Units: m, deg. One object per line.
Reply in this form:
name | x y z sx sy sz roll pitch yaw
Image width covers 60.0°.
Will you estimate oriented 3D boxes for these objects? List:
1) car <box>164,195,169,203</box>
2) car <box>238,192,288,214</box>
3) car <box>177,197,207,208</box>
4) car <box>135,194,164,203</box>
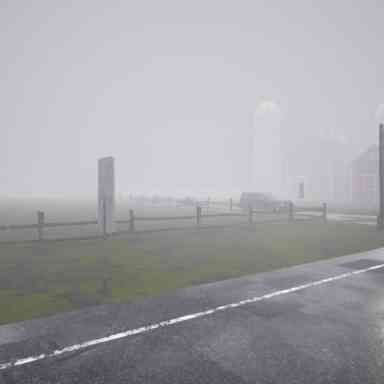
car | -5.503 1.082 55.006 2.033 1.411 5.357 -1 1 -36
car | 6.993 1.022 32.590 2.150 2.045 5.566 -1 1 -36
car | 0.142 1.291 42.121 1.895 1.301 4.718 -1 1 -36
car | -7.088 1.117 52.181 2.033 1.411 5.357 -1 1 -35
